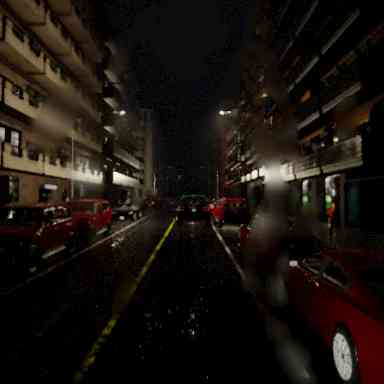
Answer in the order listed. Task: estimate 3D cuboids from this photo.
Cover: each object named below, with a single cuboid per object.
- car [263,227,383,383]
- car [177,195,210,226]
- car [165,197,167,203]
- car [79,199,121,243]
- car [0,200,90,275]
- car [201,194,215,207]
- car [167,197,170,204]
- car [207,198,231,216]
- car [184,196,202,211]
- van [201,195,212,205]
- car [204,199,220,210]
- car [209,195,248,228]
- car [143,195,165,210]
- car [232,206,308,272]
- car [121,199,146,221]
[{"bbox_3d":[2.586,1.543,5.142,1.887,1.381,4.507,1,0,0],"label":"car"},{"bbox_3d":[0.113,1.222,23.372,2.150,2.045,5.566,0,0,0],"label":"car"},{"bbox_3d":[-5.274,1.581,49.452,1.887,1.381,4.507,1,0,0],"label":"car"},{"bbox_3d":[-5.283,1.313,16.268,2.192,1.841,5.009,1,0,0],"label":"car"},{"bbox_3d":[-5.286,1.313,10.738,2.192,1.841,5.009,1,0,0],"label":"car"},{"bbox_3d":[2.580,1.364,54.924,2.192,1.841,5.009,1,0,0],"label":"car"},{"bbox_3d":[-5.267,1.664,66.045,1.802,1.307,4.206,1,0,0],"label":"car"},{"bbox_3d":[2.567,1.448,32.799,1.967,1.590,4.097,1,0,0],"label":"car"},{"bbox_3d":[0.121,1.373,41.596,2.097,1.767,4.553,0,0,0],"label":"car"},{"bbox_3d":[2.582,1.405,60.456,1.690,1.788,3.998,1,0,0],"label":"van"},{"bbox_3d":[2.570,1.606,43.861,1.802,1.307,4.206,1,0,0],"label":"car"},{"bbox_3d":[2.565,1.314,21.735,2.192,1.841,5.009,1,0,0],"label":"car"},{"bbox_3d":[-5.271,1.340,43.920,2.192,1.841,5.009,1,0,0],"label":"car"},{"bbox_3d":[2.599,1.437,10.674,1.967,1.590,4.097,1,0,0],"label":"car"},{"bbox_3d":[-5.284,1.569,27.331,1.947,1.339,4.313,1,0,0],"label":"car"}]
